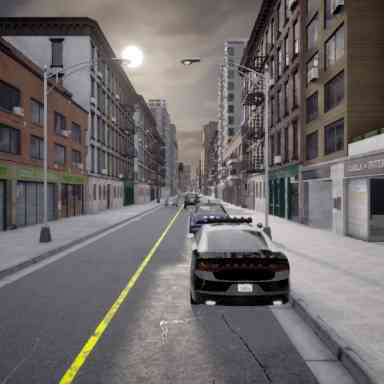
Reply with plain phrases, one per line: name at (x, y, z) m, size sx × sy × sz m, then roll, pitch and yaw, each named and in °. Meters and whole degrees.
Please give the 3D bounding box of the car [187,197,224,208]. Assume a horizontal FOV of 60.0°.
car at (0.911, 1.348, 18.094) m, size 2.097 × 1.767 × 4.553 m, roll 0°, pitch 0°, yaw 0°

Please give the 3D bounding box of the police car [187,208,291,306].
police car at (0.905, 1.424, 8.233) m, size 1.930 × 1.638 × 5.238 m, roll 0°, pitch 0°, yaw 0°

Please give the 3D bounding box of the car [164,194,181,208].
car at (-2.968, 1.462, 48.063) m, size 2.128 × 1.511 × 4.902 m, roll 0°, pitch 0°, yaw 0°

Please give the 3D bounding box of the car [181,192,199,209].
car at (0.034, 1.196, 45.215) m, size 2.150 × 2.045 × 5.566 m, roll 0°, pitch 0°, yaw 0°

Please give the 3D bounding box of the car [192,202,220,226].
car at (0.916, 1.520, 24.123) m, size 1.812 × 1.442 × 4.674 m, roll 0°, pitch 0°, yaw 0°
